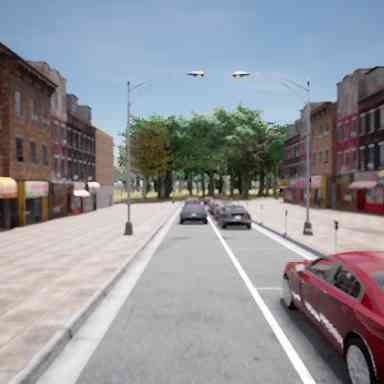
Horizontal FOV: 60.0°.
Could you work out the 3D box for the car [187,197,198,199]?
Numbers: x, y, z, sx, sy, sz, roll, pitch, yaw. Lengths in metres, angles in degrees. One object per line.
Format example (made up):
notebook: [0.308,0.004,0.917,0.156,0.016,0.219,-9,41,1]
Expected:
car: [0.093,1.387,40.572,2.128,1.511,4.902,0,0,0]

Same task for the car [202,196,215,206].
car: [2.634,1.423,53.544,1.887,1.381,4.507,-1,0,0]

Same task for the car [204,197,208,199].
car: [2.631,1.452,37.325,2.008,1.369,4.403,-1,0,0]

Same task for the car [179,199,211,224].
car: [0.103,1.492,24.370,1.994,1.385,4.181,0,0,0]

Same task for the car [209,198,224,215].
car: [2.630,1.473,26.512,2.008,1.369,4.403,-1,0,0]

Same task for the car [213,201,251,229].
car: [2.629,1.501,21.106,1.947,1.339,4.313,-1,0,0]

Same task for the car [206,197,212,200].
car: [2.631,1.456,31.919,1.887,1.381,4.507,-1,0,0]

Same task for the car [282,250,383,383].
car: [2.627,1.527,4.886,1.887,1.381,4.507,-1,0,0]
